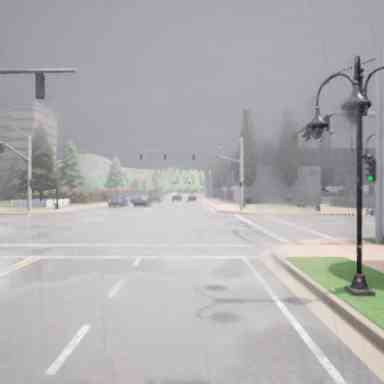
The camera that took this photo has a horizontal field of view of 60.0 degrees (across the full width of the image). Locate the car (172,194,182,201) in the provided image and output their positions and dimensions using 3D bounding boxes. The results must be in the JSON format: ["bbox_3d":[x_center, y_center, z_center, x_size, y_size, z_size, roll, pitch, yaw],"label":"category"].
[{"bbox_3d":[-3.477,1.322,73.739,1.837,1.490,4.892,0,0,0],"label":"car"}]

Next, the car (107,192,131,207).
[{"bbox_3d":[-10.563,1.245,47.511,2.097,1.767,4.553,0,0,0],"label":"car"}]

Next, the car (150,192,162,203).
[{"bbox_3d":[-7.002,1.079,63.243,2.150,2.045,5.566,0,0,1],"label":"car"}]

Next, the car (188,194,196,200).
[{"bbox_3d":[0.026,1.218,84.108,1.994,1.385,4.181,0,0,0],"label":"car"}]

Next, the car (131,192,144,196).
[{"bbox_3d":[-10.500,1.335,63.498,1.882,1.535,5.008,0,0,1],"label":"car"}]

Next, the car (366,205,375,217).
[{"bbox_3d":[17.650,1.426,28.684,4.902,1.511,2.128,0,0,-2],"label":"car"}]

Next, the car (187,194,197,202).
[{"bbox_3d":[0.023,1.299,73.738,1.882,1.535,5.008,0,0,0],"label":"car"}]

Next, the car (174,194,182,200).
[{"bbox_3d":[-3.474,1.218,84.109,1.994,1.385,4.181,0,0,0],"label":"car"}]

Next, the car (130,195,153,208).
[{"bbox_3d":[-7.065,1.495,46.975,1.895,1.301,4.718,0,0,0],"label":"car"}]
